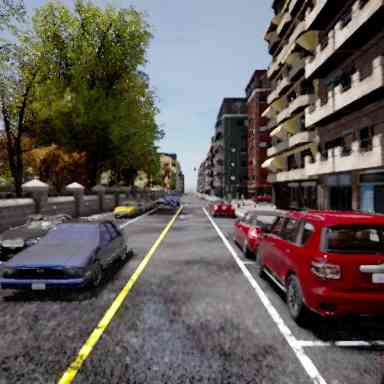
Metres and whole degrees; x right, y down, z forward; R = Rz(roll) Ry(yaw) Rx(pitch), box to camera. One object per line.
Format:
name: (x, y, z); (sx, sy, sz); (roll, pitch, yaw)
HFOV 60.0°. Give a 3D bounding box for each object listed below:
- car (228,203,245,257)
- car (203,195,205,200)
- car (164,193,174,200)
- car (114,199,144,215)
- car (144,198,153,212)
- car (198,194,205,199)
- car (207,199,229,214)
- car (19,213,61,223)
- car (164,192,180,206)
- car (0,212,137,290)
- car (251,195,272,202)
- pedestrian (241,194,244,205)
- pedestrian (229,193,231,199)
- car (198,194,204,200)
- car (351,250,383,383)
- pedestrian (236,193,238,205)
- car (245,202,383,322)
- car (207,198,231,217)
car: (2.690, 1.403, 12.729); (1.967, 1.590, 4.097); (0, 0, 0)
car: (2.693, 1.418, 41.052); (1.752, 1.417, 4.829); (0, 0, 0)
car: (-5.684, 1.128, 84.447); (2.192, 1.841, 5.009); (0, 0, 0)
car: (-5.688, 1.443, 29.450); (1.752, 1.417, 4.829); (0, 0, 0)
car: (-5.687, 1.455, 35.251); (2.008, 1.369, 4.403); (0, 0, 0)
car: (2.699, 1.344, 95.517); (1.887, 1.381, 4.507); (0, 0, 0)
car: (2.693, 1.471, 35.251); (1.947, 1.339, 4.313); (0, 0, 0)
car: (-5.690, 1.513, 12.730); (2.008, 1.369, 4.403); (0, 0, 0)
car: (-2.994, 1.088, 51.534); (2.150, 2.045, 5.566); (0, 0, 0)
car: (-3.102, 1.519, 9.382); (2.033, 1.411, 5.357); (0, 0, 0)
car: (14.623, 1.429, 67.872); (5.009, 1.841, 2.192); (1, -1, 0)
pedestrian: (8.142, 1.240, 53.666); (0.375, 1.860, 0.375); (0, 0, 0)
pedestrian: (6.141, 1.011, 54.265); (0.375, 1.860, 0.375); (0, 0, 0)
car: (2.698, 1.331, 90.152); (1.752, 1.417, 4.829); (0, 0, 0)
car: (2.689, 1.436, 1.468); (1.967, 1.590, 4.097); (0, 0, 0)
pedestrian: (7.142, 1.085, 53.065); (0.375, 1.860, 0.375); (0, 0, 0)
car: (2.689, 1.294, 7.098); (2.192, 1.841, 5.009); (0, 0, 0)
car: (2.692, 1.358, 29.619); (1.967, 1.590, 4.097); (0, 0, 0)
